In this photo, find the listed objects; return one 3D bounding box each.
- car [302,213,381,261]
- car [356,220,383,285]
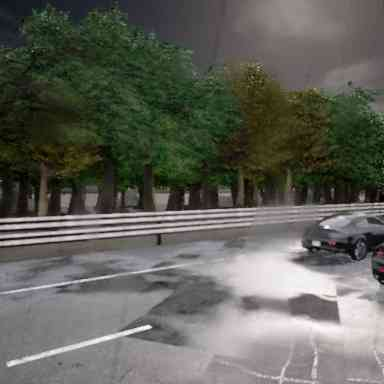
[{"bbox_3d":[5.903,1.477,11.986,4.674,1.442,1.812,0,0,-34],"label":"car"},{"bbox_3d":[6.233,1.467,7.987,4.892,1.490,1.837,0,0,-34],"label":"car"}]
